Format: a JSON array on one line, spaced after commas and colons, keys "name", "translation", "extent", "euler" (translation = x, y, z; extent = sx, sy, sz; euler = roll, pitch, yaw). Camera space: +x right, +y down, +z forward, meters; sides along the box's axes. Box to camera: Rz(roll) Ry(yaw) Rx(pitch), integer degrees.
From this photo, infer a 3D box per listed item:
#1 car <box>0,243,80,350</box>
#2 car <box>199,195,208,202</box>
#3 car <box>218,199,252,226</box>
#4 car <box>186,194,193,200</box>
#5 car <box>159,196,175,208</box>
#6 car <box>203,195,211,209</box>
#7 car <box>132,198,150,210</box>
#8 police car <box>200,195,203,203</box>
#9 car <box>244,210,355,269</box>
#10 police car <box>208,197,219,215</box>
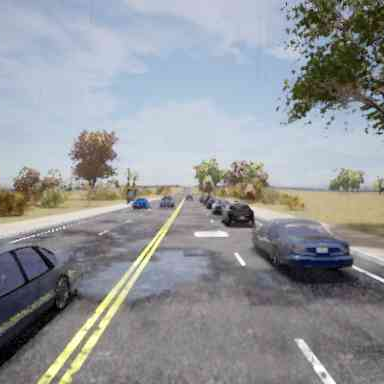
[{"name": "car", "translation": [-3.355, 1.552, 4.994], "extent": [2.033, 1.411, 5.357], "euler": [0, 0, 0]}, {"name": "car", "translation": [2.691, 1.497, 78.715], "extent": [1.837, 1.490, 4.892], "euler": [0, 0, -1]}, {"name": "car", "translation": [3.187, 1.493, 23.690], "extent": [1.882, 1.535, 5.008], "euler": [0, 0, 0]}, {"name": "car", "translation": [-0.646, 1.385, 87.669], "extent": [1.812, 1.442, 4.674], "euler": [0, 0, -1]}, {"name": "car", "translation": [-3.568, 1.367, 48.469], "extent": [2.097, 1.767, 4.553], "euler": [0, 0, 0]}, {"name": "car", "translation": [3.027, 1.519, 45.742], "extent": [2.163, 1.488, 4.792], "euler": [0, 0, -1]}, {"name": "car", "translation": [-6.794, 1.495, 44.658], "extent": [1.882, 1.535, 5.008], "euler": [0, 0, 0]}, {"name": "police car", "translation": [2.915, 1.436, 56.826], "extent": [1.930, 1.638, 5.238], "euler": [0, 0, -1]}, {"name": "car", "translation": [3.335, 1.556, 11.141], "extent": [2.033, 1.411, 5.357], "euler": [0, 0, -1]}, {"name": "police car", "translation": [3.119, 1.522, 34.702], "extent": [2.038, 1.542, 4.974], "euler": [0, 0, 0]}]
